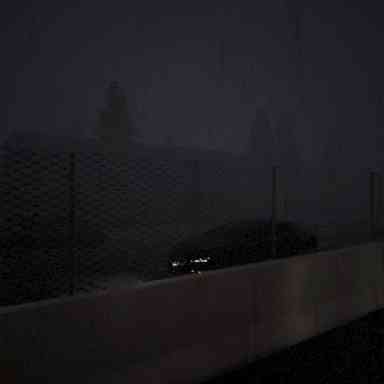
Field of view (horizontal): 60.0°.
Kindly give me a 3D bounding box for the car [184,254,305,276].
[{"bbox_3d":[1.561,1.512,9.403,4.892,1.490,1.837,0,0,-35],"label":"car"}]
